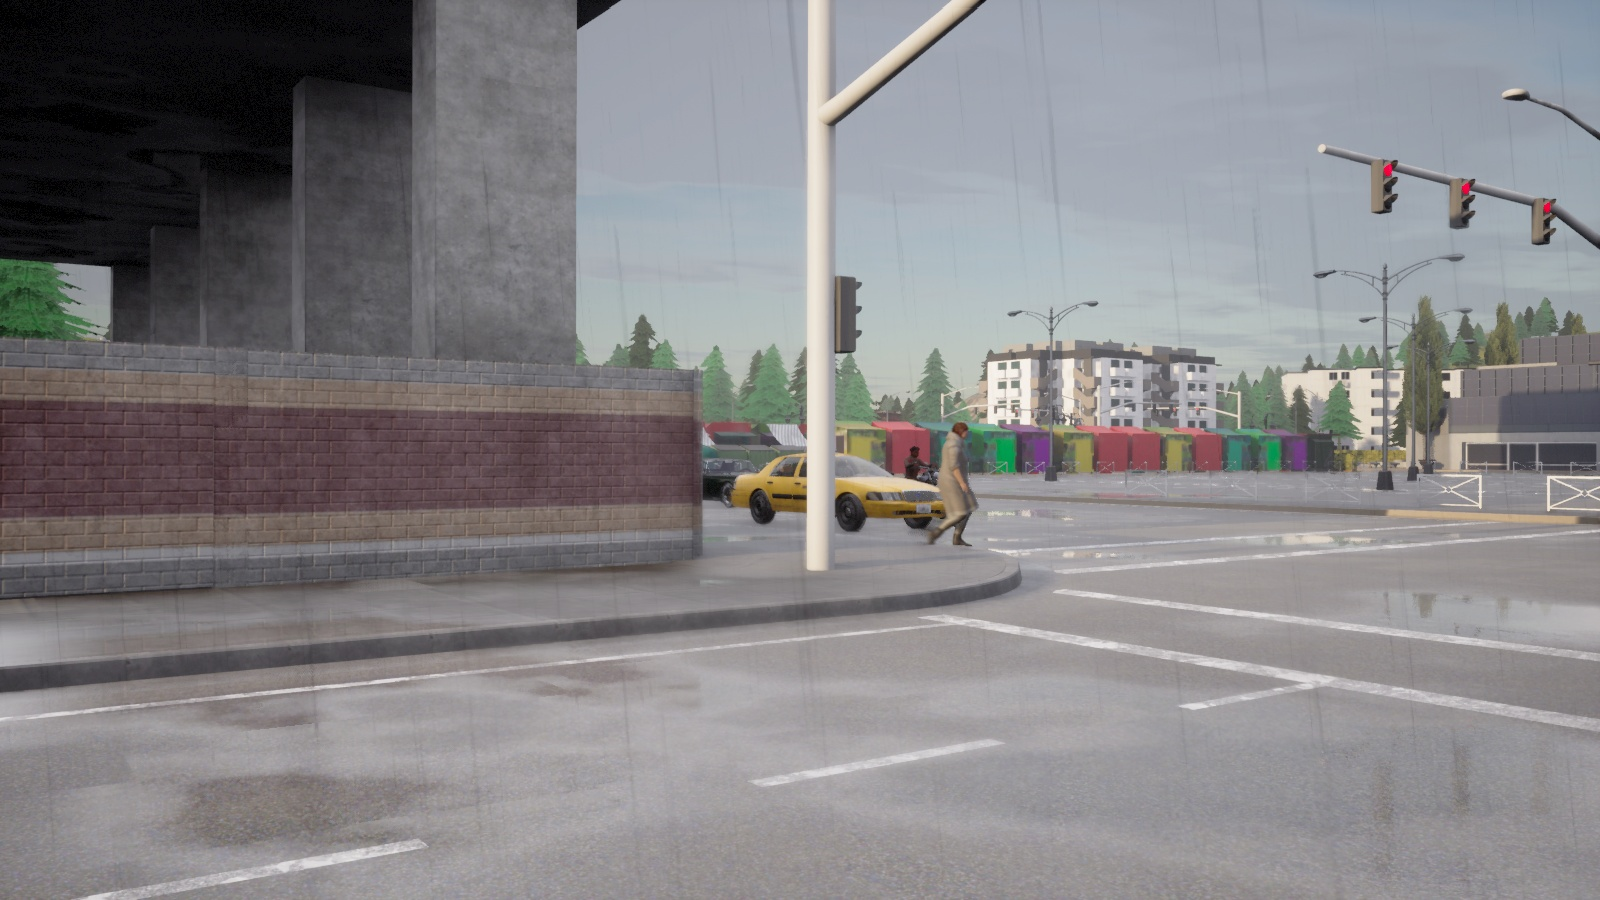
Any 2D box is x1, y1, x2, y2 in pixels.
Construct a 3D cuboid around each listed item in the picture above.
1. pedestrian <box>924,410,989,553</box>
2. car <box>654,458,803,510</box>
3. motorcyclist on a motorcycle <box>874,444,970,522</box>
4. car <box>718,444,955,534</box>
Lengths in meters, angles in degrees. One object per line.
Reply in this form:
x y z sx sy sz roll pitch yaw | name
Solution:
2.185 0.429 17.535 0.873 1.952 0.659 0 0 7 | pedestrian
-2.041 0.879 34.541 1.895 1.301 4.718 0 0 -35 | car
2.673 0.702 27.821 0.766 1.649 2.350 0 0 -35 | motorcyclist on a motorcycle
0.561 0.688 24.736 1.801 1.575 5.366 0 0 -35 | car
